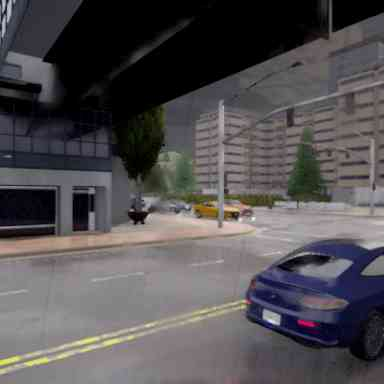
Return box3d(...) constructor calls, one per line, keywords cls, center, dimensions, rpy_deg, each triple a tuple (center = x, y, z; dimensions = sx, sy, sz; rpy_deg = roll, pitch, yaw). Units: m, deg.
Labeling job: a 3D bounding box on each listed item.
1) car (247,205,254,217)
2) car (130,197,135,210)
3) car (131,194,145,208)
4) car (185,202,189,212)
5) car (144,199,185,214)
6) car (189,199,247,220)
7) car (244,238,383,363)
box3d(cls="car", center=(3.928, 1.501, 32.887), dimensions=(2.097, 1.767, 4.553), rpy_deg=(0, 0, -36))
box3d(cls="car", center=(-9.359, 1.690, 45.323), dimensions=(1.994, 1.385, 4.181), rpy_deg=(0, 0, -36))
box3d(cls="car", center=(-9.085, 1.372, 50.933), dimensions=(2.150, 2.045, 5.566), rpy_deg=(0, 0, -35))
box3d(cls="car", center=(-1.954, 1.641, 41.031), dimensions=(2.128, 1.511, 4.902), rpy_deg=(0, 0, -36))
box3d(cls="car", center=(-3.094, 1.690, 36.632), dimensions=(1.994, 1.385, 4.181), rpy_deg=(0, 0, -36))
box3d(cls="car", center=(2.162, 1.604, 29.358), dimensions=(1.882, 1.535, 5.008), rpy_deg=(0, 0, -36))
box3d(cls="car", center=(2.973, 1.564, 5.910), dimensions=(4.674, 1.442, 1.812), rpy_deg=(0, 0, -35))
